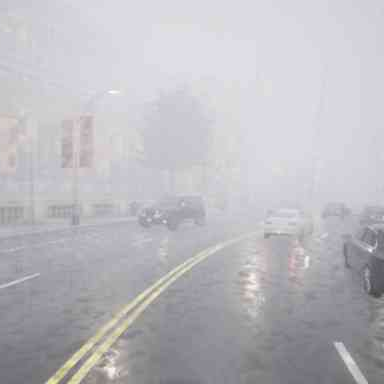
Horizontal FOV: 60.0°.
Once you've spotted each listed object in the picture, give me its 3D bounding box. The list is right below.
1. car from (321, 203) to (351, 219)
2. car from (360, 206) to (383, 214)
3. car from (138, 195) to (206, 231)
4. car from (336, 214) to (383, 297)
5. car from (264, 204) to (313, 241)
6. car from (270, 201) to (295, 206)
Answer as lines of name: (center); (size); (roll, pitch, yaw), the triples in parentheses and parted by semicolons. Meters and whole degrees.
car: (13.240, 1.702, 30.473); (2.033, 1.411, 5.357); (1, 0, 33)
car: (13.166, 1.699, 23.873); (2.033, 1.411, 5.357); (1, 0, 33)
car: (-1.078, 1.218, 21.097); (2.150, 2.045, 5.566); (0, 0, 29)
car: (5.131, 1.565, 8.477); (1.837, 1.490, 4.892); (0, 0, 15)
car: (5.005, 1.586, 17.059); (1.812, 1.442, 4.674); (0, 0, 27)
car: (8.048, 1.576, 29.111); (1.882, 1.535, 5.008); (1, 0, 33)
